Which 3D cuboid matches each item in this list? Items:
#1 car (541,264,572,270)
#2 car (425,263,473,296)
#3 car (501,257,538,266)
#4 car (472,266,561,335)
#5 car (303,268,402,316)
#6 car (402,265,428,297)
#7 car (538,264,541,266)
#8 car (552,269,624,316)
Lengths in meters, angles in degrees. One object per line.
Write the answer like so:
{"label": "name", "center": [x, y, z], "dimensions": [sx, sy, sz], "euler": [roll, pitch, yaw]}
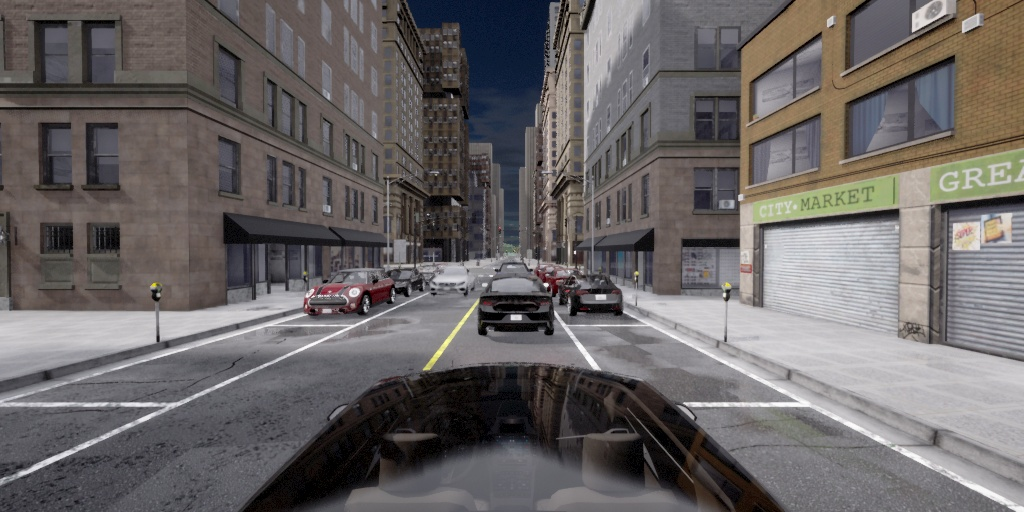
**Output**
{"label": "car", "center": [2.764, 1.293, 18.674], "dimensions": [1.888, 1.381, 4.507], "euler": [0, 0, 0]}
{"label": "car", "center": [-3.069, 1.273, 19.265], "dimensions": [1.812, 1.442, 4.674], "euler": [0, 0, 0]}
{"label": "car", "center": [0.104, 1.100, 19.722], "dimensions": [2.097, 1.767, 4.553], "euler": [0, 0, 0]}
{"label": "car", "center": [0.099, 1.226, 10.499], "dimensions": [1.882, 1.535, 5.008], "euler": [0, 0, 0]}
{"label": "car", "center": [-5.763, 1.188, 13.171], "dimensions": [1.967, 1.591, 4.097], "euler": [0, 0, 0]}
{"label": "car", "center": [-5.762, 1.313, 18.676], "dimensions": [1.948, 1.339, 4.313], "euler": [0, 0, 0]}
{"label": "car", "center": [2.764, 1.293, 24.180], "dimensions": [1.888, 1.381, 4.507], "euler": [0, 0, 0]}
{"label": "car", "center": [2.763, 1.314, 13.170], "dimensions": [1.948, 1.339, 4.313], "euler": [0, 0, 0]}
